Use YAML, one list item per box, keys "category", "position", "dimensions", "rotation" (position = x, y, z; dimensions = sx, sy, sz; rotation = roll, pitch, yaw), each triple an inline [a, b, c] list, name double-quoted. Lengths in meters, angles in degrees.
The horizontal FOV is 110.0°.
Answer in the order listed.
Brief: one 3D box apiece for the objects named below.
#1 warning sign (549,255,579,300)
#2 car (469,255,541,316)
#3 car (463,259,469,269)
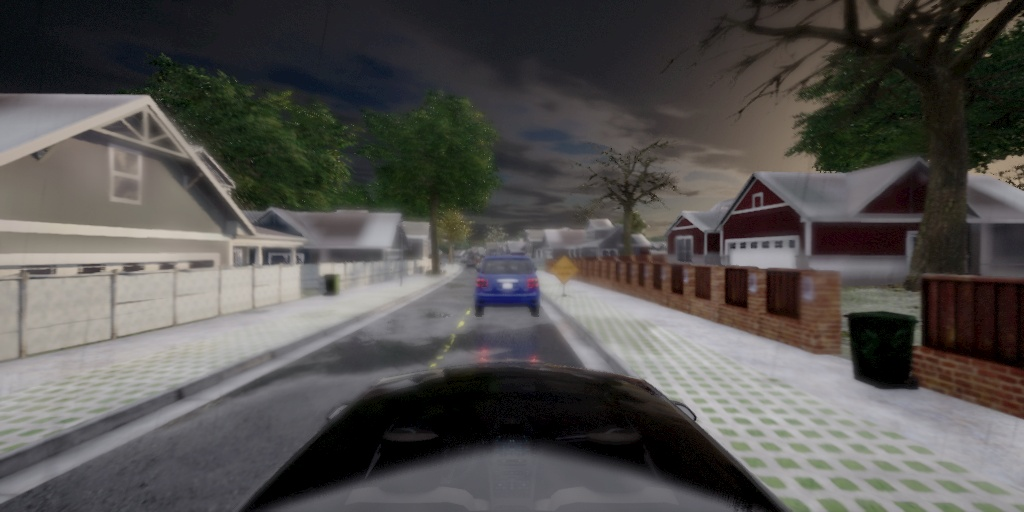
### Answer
- category: "warning sign"
  position: [2.251, 0.891, 15.541]
  dimensions: [1.300, 1.860, 1.060]
  rotation: [0, 0, -2]
- category: "car"
  position: [-0.192, 0.996, 13.547]
  dimensions: [2.150, 2.045, 5.566]
  rotation: [0, 0, -1]
- category: "car"
  position: [-6.682, 1.512, 59.656]
  dimensions: [1.895, 1.301, 4.718]
  rotation: [0, 0, -7]
